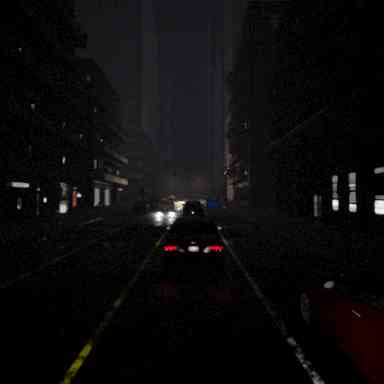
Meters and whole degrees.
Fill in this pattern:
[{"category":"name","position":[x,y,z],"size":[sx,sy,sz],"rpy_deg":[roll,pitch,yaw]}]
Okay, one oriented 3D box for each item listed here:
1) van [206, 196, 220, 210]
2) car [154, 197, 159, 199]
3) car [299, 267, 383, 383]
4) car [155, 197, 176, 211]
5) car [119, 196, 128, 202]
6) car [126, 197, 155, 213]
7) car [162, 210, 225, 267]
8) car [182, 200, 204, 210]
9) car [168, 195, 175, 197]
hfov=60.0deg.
[{"category":"van","position":[2.694,1.392,42.923],"size":[1.690,1.788,3.998],"rpy_deg":[1,0,0]},{"category":"car","position":[-5.657,1.633,42.868],"size":[1.802,1.307,4.206],"rpy_deg":[1,0,0]},{"category":"car","position":[2.702,1.588,4.140],"size":[1.802,1.307,4.206],"rpy_deg":[1,0,0]},{"category":"car","position":[-3.108,1.649,40.756],"size":[1.895,1.301,4.718],"rpy_deg":[0,0,0]},{"category":"car","position":[-16.515,1.587,76.592],"size":[4.097,1.590,1.967],"rpy_deg":[0,-1,0]},{"category":"car","position":[-5.655,1.596,37.327],"size":[2.008,1.369,4.403],"rpy_deg":[1,0,0]},{"category":"car","position":[0.060,1.562,11.371],"size":[2.033,1.411,5.357],"rpy_deg":[0,0,0]},{"category":"car","position":[0.076,1.543,31.633],"size":[1.837,1.490,4.892],"rpy_deg":[0,0,0]},{"category":"car","position":[-5.703,1.547,92.015],"size":[1.967,1.590,4.097],"rpy_deg":[1,0,0]}]
